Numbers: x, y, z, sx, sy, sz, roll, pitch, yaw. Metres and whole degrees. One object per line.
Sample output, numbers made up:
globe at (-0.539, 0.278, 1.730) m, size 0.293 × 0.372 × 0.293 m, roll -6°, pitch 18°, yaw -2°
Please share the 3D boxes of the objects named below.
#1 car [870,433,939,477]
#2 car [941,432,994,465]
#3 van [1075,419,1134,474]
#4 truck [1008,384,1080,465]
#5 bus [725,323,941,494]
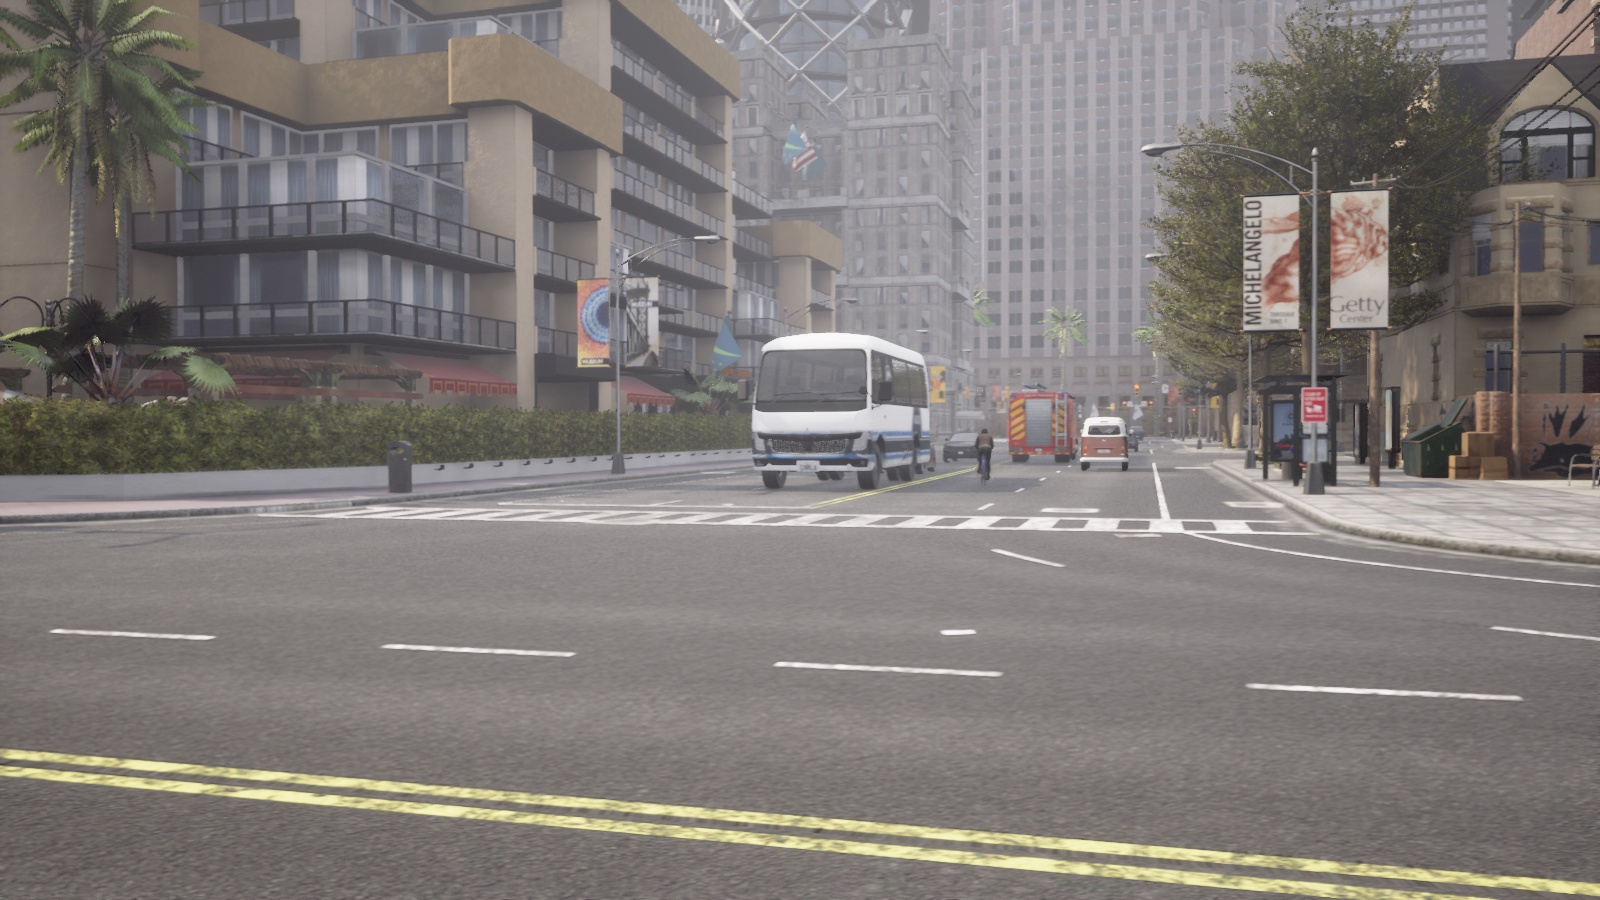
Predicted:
car at (3.846, 0.147, 45.613) m, size 1.845 × 1.501 × 3.633 m, roll 0°, pitch 1°, yaw 16°
car at (8.208, -0.114, 61.319) m, size 1.882 × 1.535 × 5.008 m, roll 0°, pitch 1°, yaw 16°
van at (11.875, -0.160, 48.788) m, size 2.069 × 2.038 × 4.480 m, roll 0°, pitch 1°, yaw 16°
truck at (12.466, -1.274, 63.531) m, size 2.891 × 3.827 × 8.468 m, roll 0°, pitch 1°, yaw 16°
bus at (1.340, -1.113, 36.671) m, size 3.944 × 4.253 × 10.273 m, roll 0°, pitch 1°, yaw 15°
